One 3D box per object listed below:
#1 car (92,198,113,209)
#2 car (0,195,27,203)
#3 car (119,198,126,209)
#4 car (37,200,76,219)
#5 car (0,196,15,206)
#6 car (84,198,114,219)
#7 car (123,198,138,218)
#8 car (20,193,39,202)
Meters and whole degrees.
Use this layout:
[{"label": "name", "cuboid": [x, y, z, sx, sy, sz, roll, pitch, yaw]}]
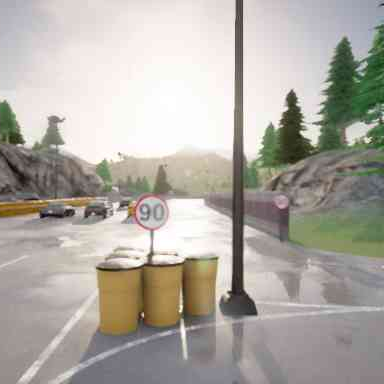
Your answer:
[{"label": "car", "cuboid": [-12.643, 1.586, 47.065, 1.837, 1.490, 4.892, 0, 0, -3]}, {"label": "car", "cuboid": [-23.037, 1.485, 41.399, 2.128, 1.511, 4.902, 0, 0, -3]}, {"label": "car", "cuboid": [-9.144, 1.610, 47.178, 1.837, 1.490, 4.892, 0, 0, -3]}, {"label": "car", "cuboid": [-11.723, 1.589, 29.265, 1.994, 1.385, 4.181, 0, 0, -3]}, {"label": "car", "cuboid": [-30.574, 1.463, 53.205, 1.882, 1.535, 5.008, 0, 0, -2]}, {"label": "car", "cuboid": [-8.243, 1.555, 29.757, 1.837, 1.490, 4.892, 0, 0, -3]}, {"label": "car", "cuboid": [-4.788, 1.554, 30.761, 1.882, 1.535, 5.008, 0, 0, -3]}, {"label": "car", "cuboid": [-27.124, 1.239, 54.645, 2.150, 2.045, 5.566, 0, -1, -1]}]
